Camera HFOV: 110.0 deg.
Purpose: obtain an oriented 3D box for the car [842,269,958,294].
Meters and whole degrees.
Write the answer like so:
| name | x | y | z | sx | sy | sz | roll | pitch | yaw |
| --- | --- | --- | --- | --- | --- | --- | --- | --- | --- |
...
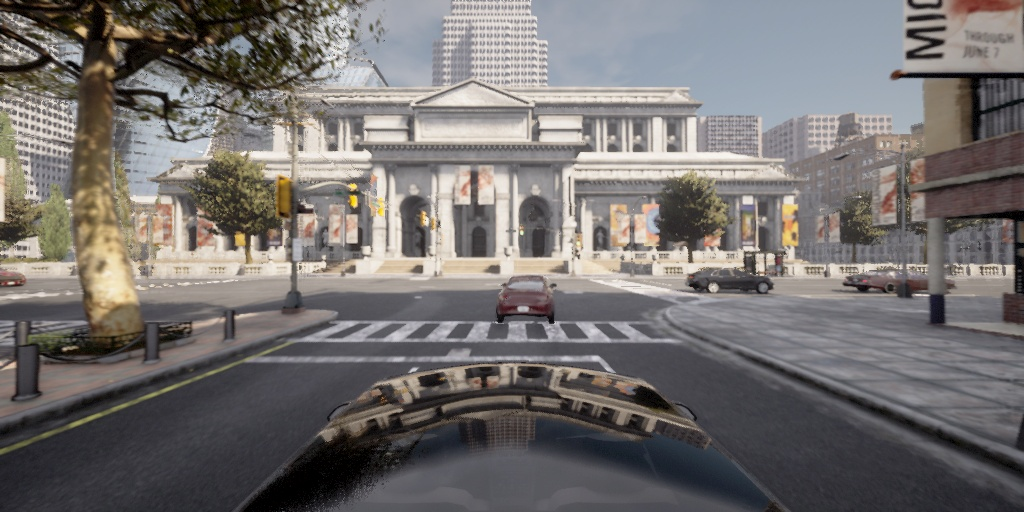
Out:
| name | x | y | z | sx | sy | sz | roll | pitch | yaw |
| --- | --- | --- | --- | --- | --- | --- | --- | --- | --- |
| car | 23.163 | 1.497 | 21.575 | 5.357 | 1.411 | 2.033 | 0 | -1 | 0 |

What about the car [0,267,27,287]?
| name | x | y | z | sx | sy | sz | roll | pitch | yaw |
| --- | --- | --- | --- | --- | --- | --- | --- | --- | --- |
| car | -37.552 | 1.332 | 25.298 | 4.553 | 1.767 | 2.097 | 0 | -1 | 0 |

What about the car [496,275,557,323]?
| name | x | y | z | sx | sy | sz | roll | pitch | yaw |
| --- | --- | --- | --- | --- | --- | --- | --- | --- | --- |
| car | 0.588 | 1.384 | 12.622 | 1.812 | 1.442 | 4.674 | 0 | 0 | 6 |

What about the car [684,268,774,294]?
| name | x | y | z | sx | sy | sz | roll | pitch | yaw |
| --- | --- | --- | --- | --- | --- | --- | --- | --- | --- |
| car | 13.038 | 1.454 | 21.619 | 4.892 | 1.490 | 1.837 | 0 | -1 | 0 |
